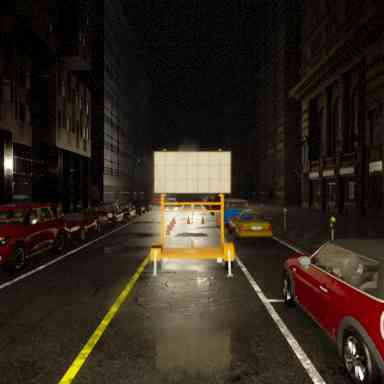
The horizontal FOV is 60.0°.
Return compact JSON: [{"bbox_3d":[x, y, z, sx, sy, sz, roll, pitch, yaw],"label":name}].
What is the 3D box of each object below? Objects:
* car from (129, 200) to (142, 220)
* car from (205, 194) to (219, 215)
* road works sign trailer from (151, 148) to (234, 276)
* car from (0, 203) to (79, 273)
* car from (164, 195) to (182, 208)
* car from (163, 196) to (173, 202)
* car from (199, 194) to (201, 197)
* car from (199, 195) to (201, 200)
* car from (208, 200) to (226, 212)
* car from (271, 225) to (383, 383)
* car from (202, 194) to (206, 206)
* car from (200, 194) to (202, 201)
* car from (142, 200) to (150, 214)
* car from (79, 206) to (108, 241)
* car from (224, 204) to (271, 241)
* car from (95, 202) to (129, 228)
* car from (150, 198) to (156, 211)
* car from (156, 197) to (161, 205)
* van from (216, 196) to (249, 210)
[{"bbox_3d":[-5.721,1.548,27.651,2.008,1.369,4.403,0,0,0],"label":"car"},{"bbox_3d":[2.812,1.313,33.252,2.192,1.841,5.009,0,0,0],"label":"car"},{"bbox_3d":[0.014,0.462,10.291,2.380,3.560,2.880,0,0,0],"label":"road works sign trailer"},{"bbox_3d":[-5.750,1.313,10.845,2.192,1.841,5.009,0,0,0],"label":"car"},{"bbox_3d":[-2.921,1.567,48.616,1.994,1.385,4.181,0,0,0],"label":"car"},{"bbox_3d":[-5.637,1.563,78.069,1.887,1.381,4.507,0,0,0],"label":"car"},{"bbox_3d":[2.869,1.453,66.862,1.967,1.590,4.097,0,0,0],"label":"car"},{"bbox_3d":[2.860,1.576,61.260,1.947,1.339,4.313,0,0,0],"label":"car"},{"bbox_3d":[2.823,1.581,38.854,1.802,1.307,4.206,0,0,0],"label":"car"},{"bbox_3d":[2.766,1.439,5.243,1.967,1.590,4.097,0,0,0],"label":"car"},{"bbox_3d":[2.831,1.317,44.455,2.192,1.841,5.009,0,0,0],"label":"car"},{"bbox_3d":[2.850,1.447,55.659,1.967,1.590,4.097,0,0,0],"label":"car"},{"bbox_3d":[-5.712,1.564,33.253,1.947,1.339,4.313,0,0,0],"label":"car"},{"bbox_3d":[-5.740,1.579,16.447,1.802,1.307,4.206,0,0,0],"label":"car"},{"bbox_3d":[2.785,1.522,16.617,1.752,1.417,4.829,0,0,0],"label":"car"},{"bbox_3d":[-5.731,1.437,22.049,1.967,1.590,4.097,0,0,0],"label":"car"},{"bbox_3d":[-5.702,1.565,38.855,1.947,1.339,4.313,0,0,0],"label":"car"},{"bbox_3d":[-5.675,1.551,55.662,1.887,1.381,4.507,0,0,0],"label":"car"},{"bbox_3d":[2.794,1.338,22.049,1.690,1.788,3.998,0,0,0],"label":"van"}]
